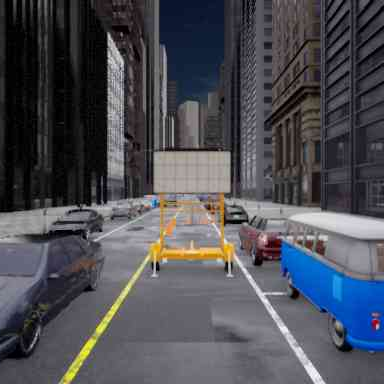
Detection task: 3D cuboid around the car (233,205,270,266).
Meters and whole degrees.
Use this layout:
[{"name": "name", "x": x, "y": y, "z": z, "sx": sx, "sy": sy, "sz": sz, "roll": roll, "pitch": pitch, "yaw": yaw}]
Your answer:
[{"name": "car", "x": 2.768, "y": 1.438, "z": 11.496, "sx": 1.967, "sy": 1.590, "sz": 4.097, "roll": 0, "pitch": 0, "yaw": 0}]

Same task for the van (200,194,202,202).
[{"name": "van", "x": 2.786, "y": 1.356, "z": 61.978, "sx": 1.690, "sy": 1.788, "sz": 3.998, "roll": 0, "pitch": 0, "yaw": 0}]

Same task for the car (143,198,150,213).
[{"name": "car", "x": -5.749, "y": 1.583, "z": 33.923, "sx": 1.802, "sy": 1.307, "sz": 4.206, "roll": 0, "pitch": 0, "yaw": 0}]

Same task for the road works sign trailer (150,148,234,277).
[{"name": "road works sign trailer", "x": 0.004, "y": 0.462, "z": 10.221, "sx": 2.380, "sy": 3.560, "sz": 2.880, "roll": 0, "pitch": 0, "yaw": 0}]

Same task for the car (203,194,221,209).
[{"name": "car", "x": 2.778, "y": 1.319, "z": 39.541, "sx": 2.192, "sy": 1.841, "sz": 5.009, "roll": 0, "pitch": 0, "yaw": 0}]

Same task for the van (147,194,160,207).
[{"name": "van", "x": -5.745, "y": 1.347, "z": 45.142, "sx": 1.690, "sy": 1.788, "sz": 3.998, "roll": 0, "pitch": 0, "yaw": 0}]

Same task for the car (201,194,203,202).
[{"name": "car", "x": 2.780, "y": 1.321, "z": 45.151, "sx": 2.192, "sy": 1.841, "sz": 5.009, "roll": 0, "pitch": 0, "yaw": 0}]

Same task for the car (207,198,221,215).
[{"name": "car", "x": 2.776, "y": 1.583, "z": 33.932, "sx": 1.802, "sy": 1.307, "sz": 4.206, "roll": 0, "pitch": 0, "yaw": 0}]

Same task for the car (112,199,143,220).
[{"name": "car", "x": -5.751, "y": 1.550, "z": 28.313, "sx": 2.008, "sy": 1.369, "sz": 4.403, "roll": 0, "pitch": 0, "yaw": 0}]

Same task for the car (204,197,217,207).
[{"name": "car", "x": 2.782, "y": 1.534, "z": 50.930, "sx": 1.752, "sy": 1.417, "sz": 4.829, "roll": 0, "pitch": 0, "yaw": 0}]

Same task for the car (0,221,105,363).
[{"name": "car", "x": -3.095, "y": 1.546, "z": 6.221, "sx": 2.033, "sy": 1.411, "sz": 5.357, "roll": 0, "pitch": 0, "yaw": 0}]

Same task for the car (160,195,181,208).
[{"name": "car", "x": -3.077, "y": 1.555, "z": 47.881, "sx": 2.033, "sy": 1.411, "sz": 5.357, "roll": 0, "pitch": 0, "yaw": 0}]

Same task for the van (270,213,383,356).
[{"name": "van", "x": 2.766, "y": 1.340, "z": 5.887, "sx": 1.690, "sy": 1.788, "sz": 3.998, "roll": 0, "pitch": 0, "yaw": 0}]

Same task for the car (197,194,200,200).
[{"name": "car", "x": 2.791, "y": 1.337, "z": 73.196, "sx": 2.192, "sy": 1.841, "sz": 5.009, "roll": 0, "pitch": 0, "yaw": 0}]

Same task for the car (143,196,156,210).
[{"name": "car", "x": -5.747, "y": 1.529, "z": 39.362, "sx": 1.752, "sy": 1.417, "sz": 4.829, "roll": 0, "pitch": 0, "yaw": 0}]

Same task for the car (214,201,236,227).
[{"name": "car", "x": 2.772, "y": 1.564, "z": 22.714, "sx": 1.947, "sy": 1.339, "sz": 4.313, "roll": 0, "pitch": 0, "yaw": 0}]

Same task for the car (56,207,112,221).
[{"name": "car", "x": -5.755, "y": 1.564, "z": 17.094, "sx": 1.947, "sy": 1.339, "sz": 4.313, "roll": 0, "pitch": 0, "yaw": 0}]
